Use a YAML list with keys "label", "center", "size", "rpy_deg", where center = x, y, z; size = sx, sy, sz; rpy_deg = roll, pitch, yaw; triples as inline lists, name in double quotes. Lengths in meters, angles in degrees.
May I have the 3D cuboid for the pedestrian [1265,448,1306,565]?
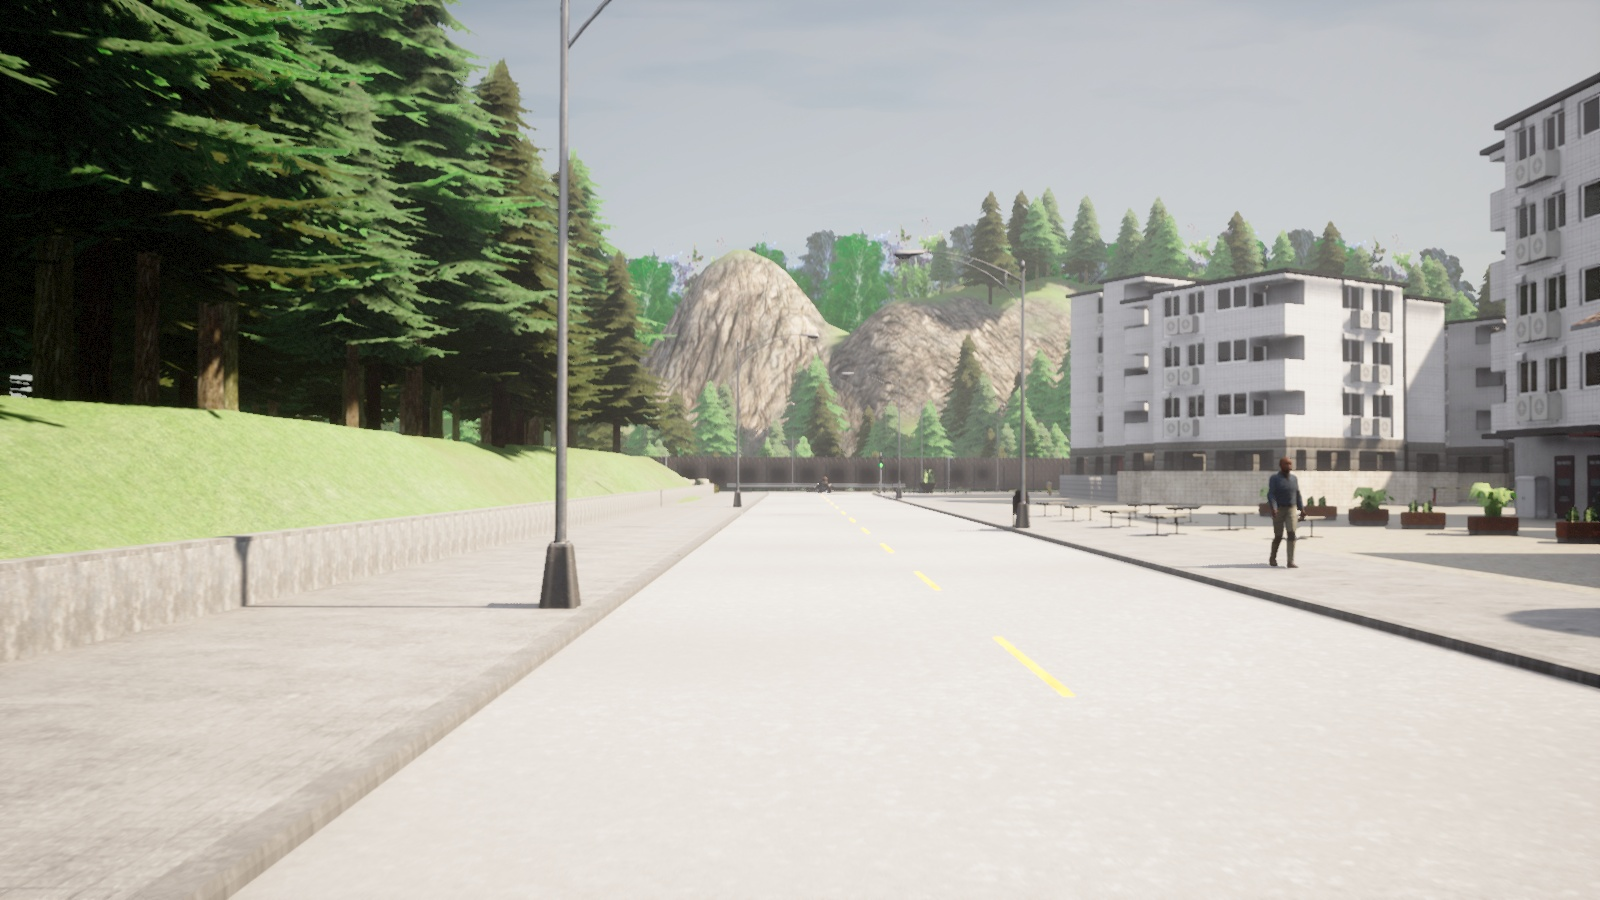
- label: "pedestrian"
  center: [7.769, 0.899, 20.125]
  size: [0.370, 1.835, 0.726]
  rpy_deg: [0, -1, 1]
